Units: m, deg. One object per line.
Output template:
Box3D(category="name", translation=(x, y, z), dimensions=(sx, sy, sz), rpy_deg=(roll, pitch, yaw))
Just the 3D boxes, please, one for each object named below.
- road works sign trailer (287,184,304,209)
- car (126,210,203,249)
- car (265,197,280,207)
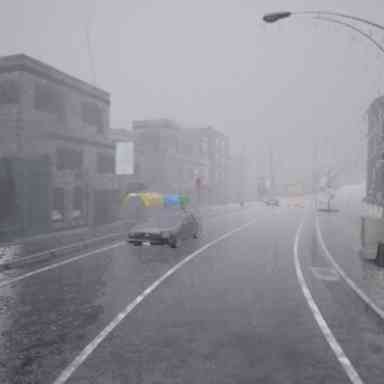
Box3D(category="road works sign trailer", translation=(15.567, 0.623, 50.114), dimensions=(2.380, 3.560, 2.880), rpy_deg=(1, 0, 21))
Box3D(category="car", translation=(-0.921, 1.511, 14.742), dimensions=(2.033, 1.411, 5.357), rpy_deg=(1, 0, 17))
Box3D(category="car", translation=(13.088, 1.597, 53.879), dimensions=(2.128, 1.511, 4.902), rpy_deg=(1, 0, 20))
